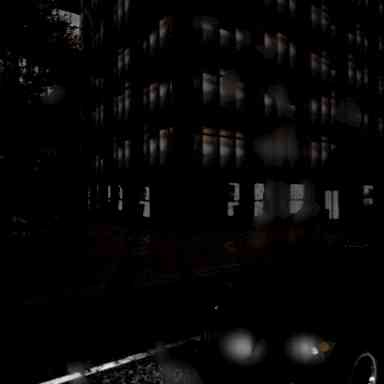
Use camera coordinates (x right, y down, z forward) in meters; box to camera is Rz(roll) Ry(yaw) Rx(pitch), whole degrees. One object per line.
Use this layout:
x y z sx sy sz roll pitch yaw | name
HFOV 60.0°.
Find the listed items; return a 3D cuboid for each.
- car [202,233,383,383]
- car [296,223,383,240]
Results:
2.204 1.597 4.937 4.181 1.385 1.994 1 0 -35 | car
4.236 1.616 9.561 4.403 1.369 2.008 1 -1 -35 | car
